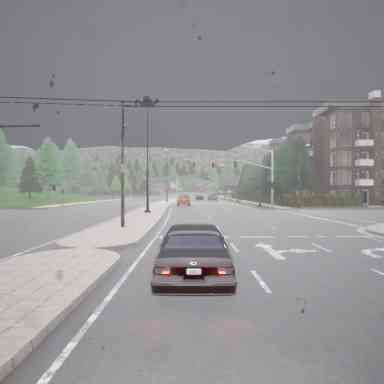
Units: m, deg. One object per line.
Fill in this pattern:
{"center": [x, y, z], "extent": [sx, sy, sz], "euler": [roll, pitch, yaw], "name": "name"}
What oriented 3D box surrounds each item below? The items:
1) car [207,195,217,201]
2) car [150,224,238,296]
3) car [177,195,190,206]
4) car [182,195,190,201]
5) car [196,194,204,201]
{"center": [5.477, 1.539, 85.403], "extent": [2.033, 1.411, 5.357], "euler": [0, 0, 0], "name": "car"}
{"center": [0.042, 1.547, 8.787], "extent": [2.033, 1.411, 5.357], "euler": [0, 0, 0], "name": "car"}
{"center": [-1.359, 1.352, 54.532], "extent": [2.097, 1.767, 4.553], "euler": [0, 0, -1], "name": "car"}
{"center": [-1.523, 1.523, 85.357], "extent": [1.812, 1.442, 4.674], "euler": [0, 0, 0], "name": "car"}
{"center": [1.977, 1.477, 85.396], "extent": [1.882, 1.535, 5.008], "euler": [0, 0, 0], "name": "car"}
